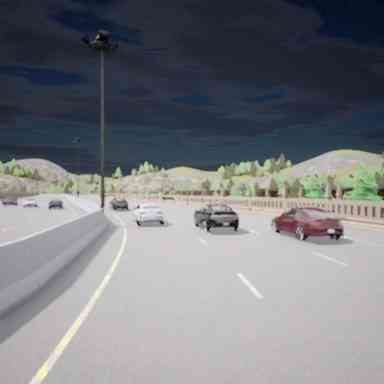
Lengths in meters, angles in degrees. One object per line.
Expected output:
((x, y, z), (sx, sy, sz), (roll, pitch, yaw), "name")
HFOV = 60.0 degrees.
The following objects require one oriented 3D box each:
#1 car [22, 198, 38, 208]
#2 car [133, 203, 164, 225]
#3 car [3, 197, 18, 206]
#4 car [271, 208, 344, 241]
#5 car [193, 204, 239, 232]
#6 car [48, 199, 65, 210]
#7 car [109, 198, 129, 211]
((-23.613, 1.566, 48.608), (1.812, 1.442, 4.674), (0, 0, -22), "car")
((-3.173, 1.513, 23.853), (1.812, 1.442, 4.674), (0, 0, -14), "car")
((-29.943, 1.562, 54.933), (1.837, 1.490, 4.892), (0, 0, -22), "car")
((5.522, 1.487, 16.337), (1.812, 1.442, 4.674), (0, 0, -9), "car")
((1.328, 1.465, 19.809), (2.128, 1.511, 4.902), (0, 0, -11), "car")
((-17.980, 1.571, 44.055), (2.033, 1.411, 5.357), (0, 0, -22), "car")
((-9.095, 1.483, 41.140), (2.128, 1.511, 4.902), (0, 0, -22), "car")
